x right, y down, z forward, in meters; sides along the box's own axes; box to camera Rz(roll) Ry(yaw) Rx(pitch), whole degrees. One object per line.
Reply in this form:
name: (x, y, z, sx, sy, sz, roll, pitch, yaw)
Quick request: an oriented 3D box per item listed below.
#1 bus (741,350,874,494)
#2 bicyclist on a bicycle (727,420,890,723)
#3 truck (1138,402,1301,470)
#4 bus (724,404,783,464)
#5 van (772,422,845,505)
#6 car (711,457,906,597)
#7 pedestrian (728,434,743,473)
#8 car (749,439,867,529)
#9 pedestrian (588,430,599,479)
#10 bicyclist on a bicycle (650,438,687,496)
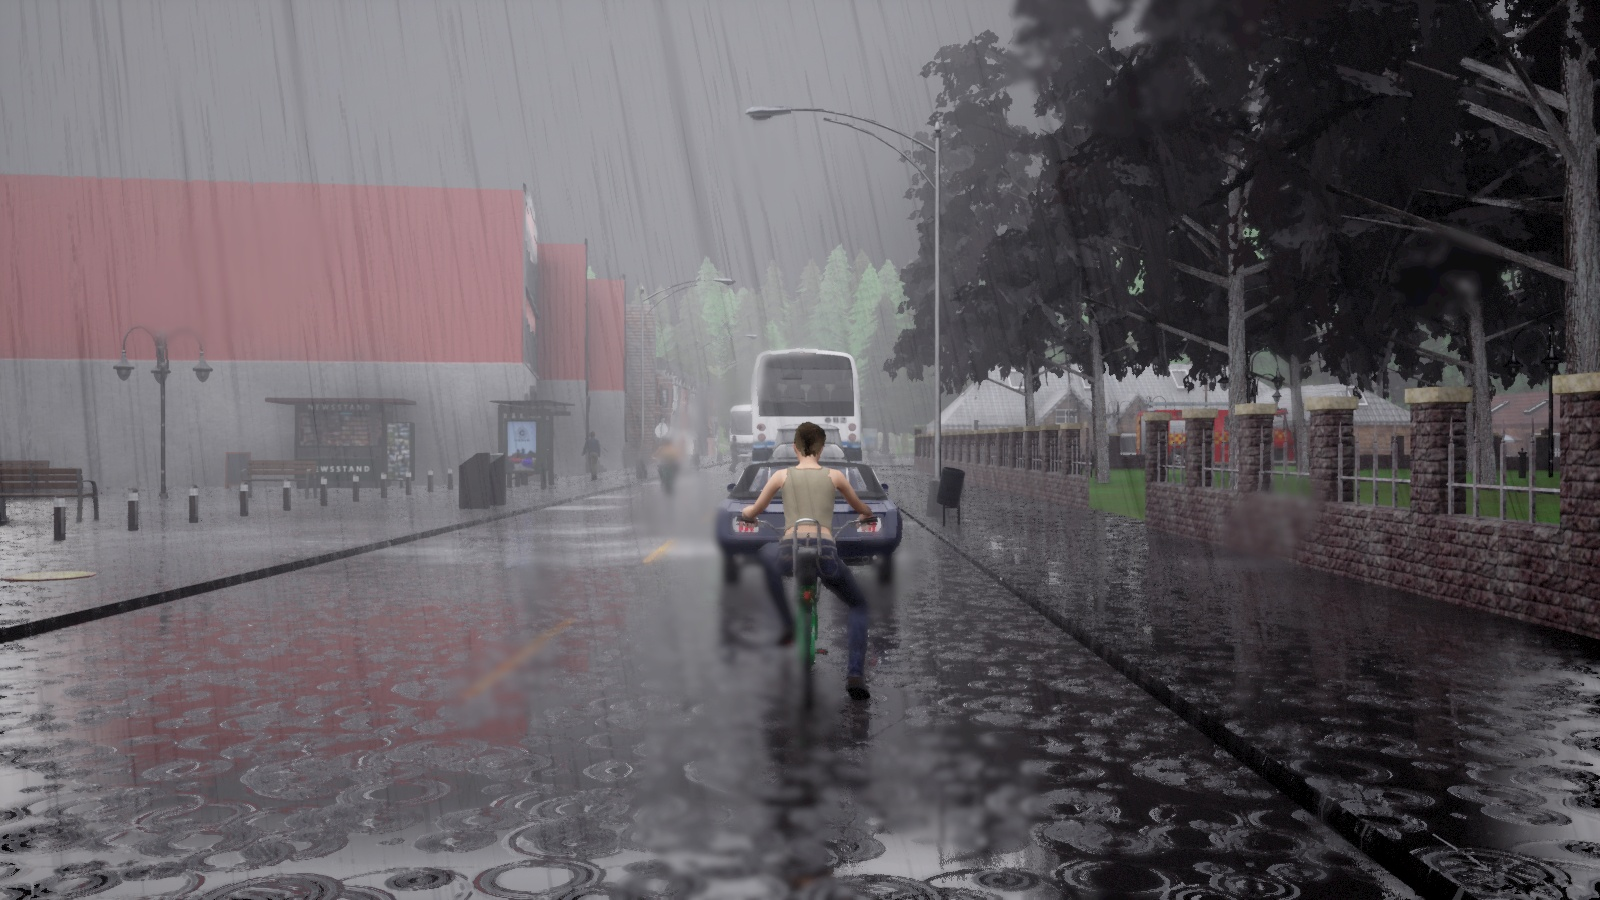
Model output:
bus: (0.289, -0.869, 42.315, 3.944, 4.253, 10.273, 0, 0, 1)
bicyclist on a bicycle: (0.050, 0.641, 7.436, 0.866, 1.612, 1.509, 0, 0, 0)
truck: (24.151, -0.808, 72.529, 8.468, 3.827, 2.891, 0, 0, -1)
bus: (-3.367, -1.163, 93.926, 3.944, 4.253, 10.273, 0, 0, 0)
van: (0.217, 0.315, 32.578, 1.775, 1.987, 4.442, 0, 0, 0)
car: (0.096, 0.765, 14.566, 1.895, 1.301, 4.718, 0, 0, 0)
pedestrian: (-3.264, 0.171, 63.772, 0.666, 1.930, 0.402, 0, 0, -23)
car: (0.156, 0.560, 23.591, 2.007, 1.525, 4.514, 0, 0, 0)
pedestrian: (-7.886, 0.176, 47.857, 0.370, 1.835, 0.726, 0, 0, -12)
bicyclist on a bicycle: (-3.756, 0.477, 35.941, 0.866, 1.612, 1.509, 0, 0, 1)
